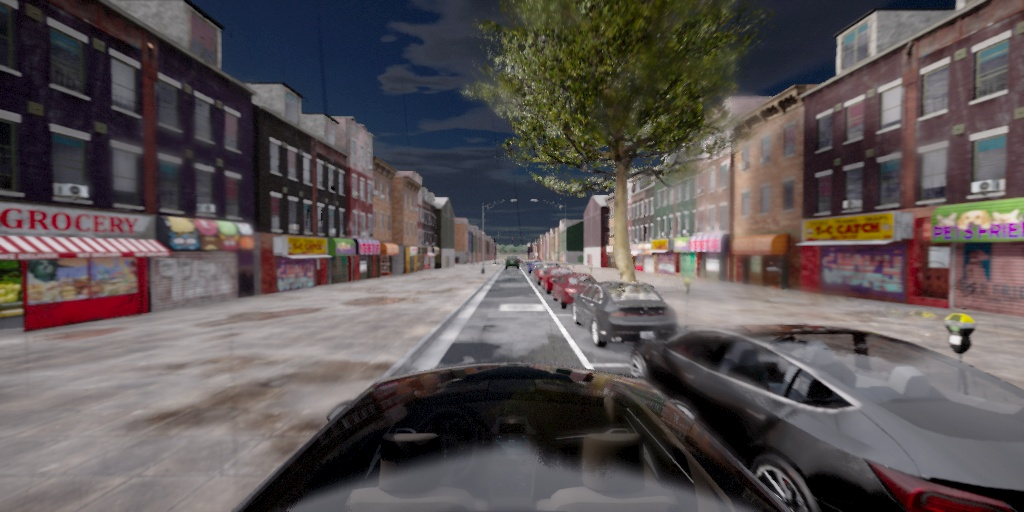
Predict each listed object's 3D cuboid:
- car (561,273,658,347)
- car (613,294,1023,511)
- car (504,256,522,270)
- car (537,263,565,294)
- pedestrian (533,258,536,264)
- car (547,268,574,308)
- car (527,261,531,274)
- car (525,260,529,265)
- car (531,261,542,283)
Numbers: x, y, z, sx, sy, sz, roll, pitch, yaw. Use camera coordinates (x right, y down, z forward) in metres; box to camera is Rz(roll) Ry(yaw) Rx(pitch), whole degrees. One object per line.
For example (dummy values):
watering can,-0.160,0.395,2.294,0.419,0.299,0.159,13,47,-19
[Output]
car,2.640,1.300,9.150,2.007,1.370,4.403,0,0,0
car,2.637,1.316,3.604,1.948,1.339,4.313,0,0,0
car,0.031,1.012,55.533,2.150,2.045,5.566,0,0,0
car,2.646,1.297,20.241,1.888,1.381,4.507,0,0,0
pedestrian,2.771,1.070,44.160,0.375,1.860,0.375,-1,1,-10
car,2.643,1.333,14.695,1.802,1.307,4.207,0,0,0
car,2.651,1.311,31.331,2.007,1.370,4.403,0,0,0
car,2.770,1.298,41.341,1.812,1.442,4.674,0,0,0
car,2.648,1.196,25.786,1.967,1.591,4.097,0,0,0
